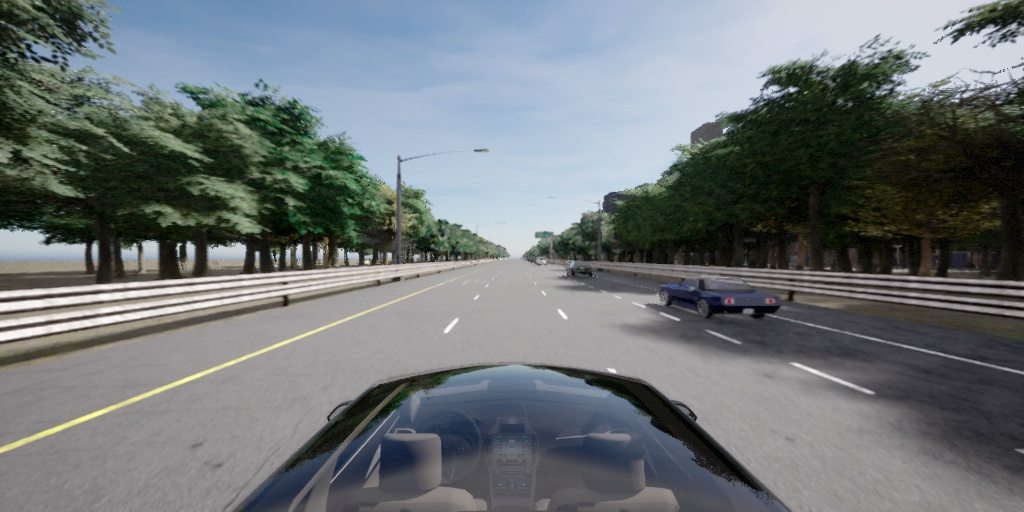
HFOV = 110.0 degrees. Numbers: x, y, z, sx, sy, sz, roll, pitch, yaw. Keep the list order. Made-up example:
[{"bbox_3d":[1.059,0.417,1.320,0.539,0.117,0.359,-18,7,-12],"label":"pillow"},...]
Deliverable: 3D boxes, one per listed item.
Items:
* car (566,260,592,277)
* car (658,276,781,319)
[{"bbox_3d":[7.059,1.228,38.226,2.097,1.767,4.553,0,0,0],"label":"car"},{"bbox_3d":[7.001,1.372,12.840,1.895,1.301,4.718,0,0,0],"label":"car"}]
